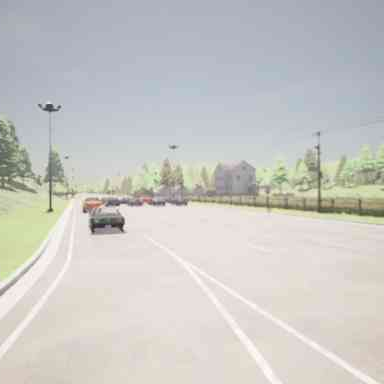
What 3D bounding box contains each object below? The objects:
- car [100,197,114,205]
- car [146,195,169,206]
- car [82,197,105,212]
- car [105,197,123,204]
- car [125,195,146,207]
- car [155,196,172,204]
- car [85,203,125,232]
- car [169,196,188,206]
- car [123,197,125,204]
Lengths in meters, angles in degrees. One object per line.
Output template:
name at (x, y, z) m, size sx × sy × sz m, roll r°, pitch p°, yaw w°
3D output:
car at (-15.445, 1.592, 60.362) m, size 2.033 × 1.411 × 5.357 m, roll 0°, pitch 0°, yaw -19°
car at (-5.585, 1.585, 53.204) m, size 1.895 × 1.301 × 4.718 m, roll 0°, pitch 0°, yaw -19°
car at (-11.676, 1.392, 38.917) m, size 2.097 × 1.767 × 4.553 m, roll 0°, pitch 0°, yaw -19°
car at (-12.060, 1.509, 50.507) m, size 1.882 × 1.535 × 5.008 m, roll 0°, pitch 0°, yaw -19°
car at (-8.885, 1.534, 52.038) m, size 1.812 × 1.442 × 4.674 m, roll 0°, pitch 0°, yaw -19°
car at (-5.515, 1.521, 63.773) m, size 2.033 × 1.411 × 5.357 m, roll 0°, pitch 0°, yaw -19°
car at (-5.339, 1.616, 20.465) m, size 1.895 × 1.301 × 4.718 m, roll 0°, pitch 0°, yaw -19°
car at (-2.130, 1.452, 53.918) m, size 2.128 × 1.511 × 4.902 m, roll 0°, pitch 0°, yaw -19°
car at (-12.135, 1.585, 61.499) m, size 1.994 × 1.385 × 4.181 m, roll 0°, pitch 0°, yaw -19°
